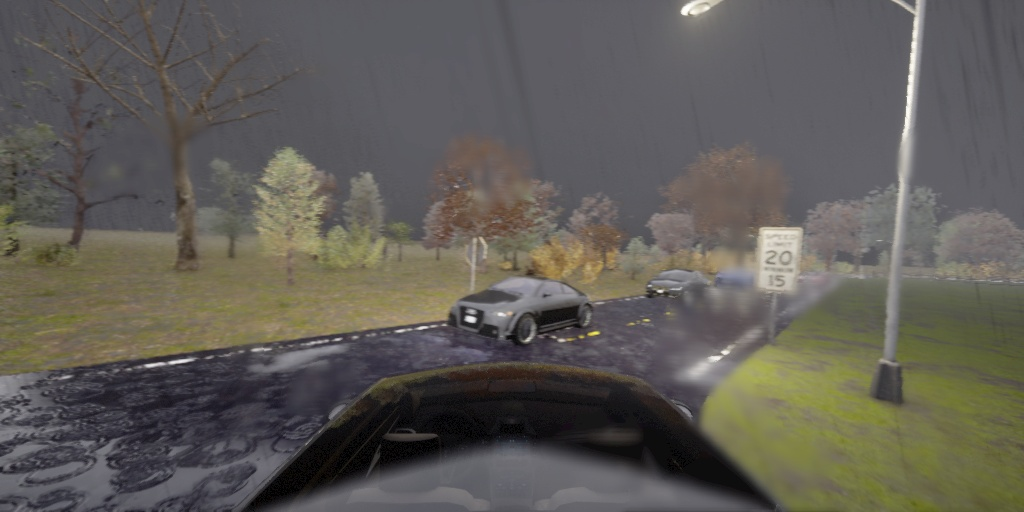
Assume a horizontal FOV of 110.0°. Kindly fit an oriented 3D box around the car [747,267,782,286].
[{"bbox_3d":[23.841,1.857,33.786,1.882,1.535,5.008,5,2,44],"label":"car"}]

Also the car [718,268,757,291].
[{"bbox_3d":[16.475,1.627,26.218,1.882,1.535,5.008,5,2,44],"label":"car"}]

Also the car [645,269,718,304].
[{"bbox_3d":[8.317,1.403,17.773,1.837,1.490,4.892,5,2,44],"label":"car"}]

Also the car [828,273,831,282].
[{"bbox_3d":[37.101,2.455,43.353,1.994,1.385,4.181,5,2,44],"label":"car"}]

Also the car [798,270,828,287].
[{"bbox_3d":[30.060,2.286,36.058,1.895,1.301,4.718,5,2,44],"label":"car"}]

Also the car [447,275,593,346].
[{"bbox_3d":[0.397,1.217,9.258,1.994,1.385,4.181,5,2,40],"label":"car"}]
